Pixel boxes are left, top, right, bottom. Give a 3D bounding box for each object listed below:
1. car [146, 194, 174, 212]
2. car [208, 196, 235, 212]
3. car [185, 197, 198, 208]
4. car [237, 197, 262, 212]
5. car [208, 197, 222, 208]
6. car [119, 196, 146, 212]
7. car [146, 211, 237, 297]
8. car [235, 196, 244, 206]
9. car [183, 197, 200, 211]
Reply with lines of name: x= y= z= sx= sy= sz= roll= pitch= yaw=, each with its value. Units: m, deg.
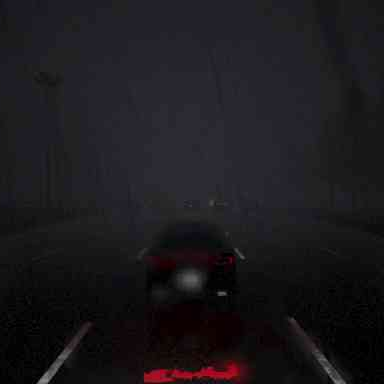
car: x=-3.577 y=1.221 z=38.695 sx=2.150 sy=2.045 sz=5.566 roll=0 pitch=0 yaw=0
car: x=3.426 y=1.491 z=39.079 sx=2.128 sy=1.511 sz=4.902 roll=0 pitch=0 yaw=0
car: x=-0.095 y=1.505 z=49.458 sx=1.837 sy=1.490 sz=4.892 roll=0 pitch=0 yaw=0
car: x=6.924 y=1.564 z=39.257 sx=1.994 sy=1.385 sz=4.181 roll=0 pitch=0 yaw=0
car: x=3.404 y=1.526 z=49.294 sx=1.812 sy=1.442 sz=4.674 roll=0 pitch=0 yaw=0
car: x=-7.077 y=1.547 z=38.626 sx=2.033 sy=1.411 sz=5.357 roll=0 pitch=0 yaw=0
car: x=-0.016 y=1.478 z=8.636 sx=1.882 sy=1.535 sz=5.008 roll=0 pitch=0 yaw=0
car: x=6.903 y=1.352 z=49.233 sx=2.097 sy=1.767 sz=4.553 roll=0 pitch=0 yaw=0
car: x=-0.073 y=1.564 z=39.453 sx=1.994 sy=1.385 sz=4.181 roll=0 pitch=0 yaw=0
